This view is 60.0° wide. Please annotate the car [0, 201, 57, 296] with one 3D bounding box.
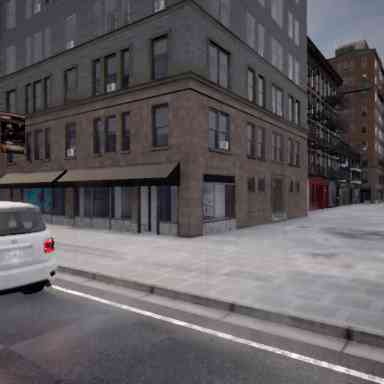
[{"bbox_3d":[-5.326,1.221,7.475,5.566,2.045,2.150,0,0,36],"label":"car"}]
